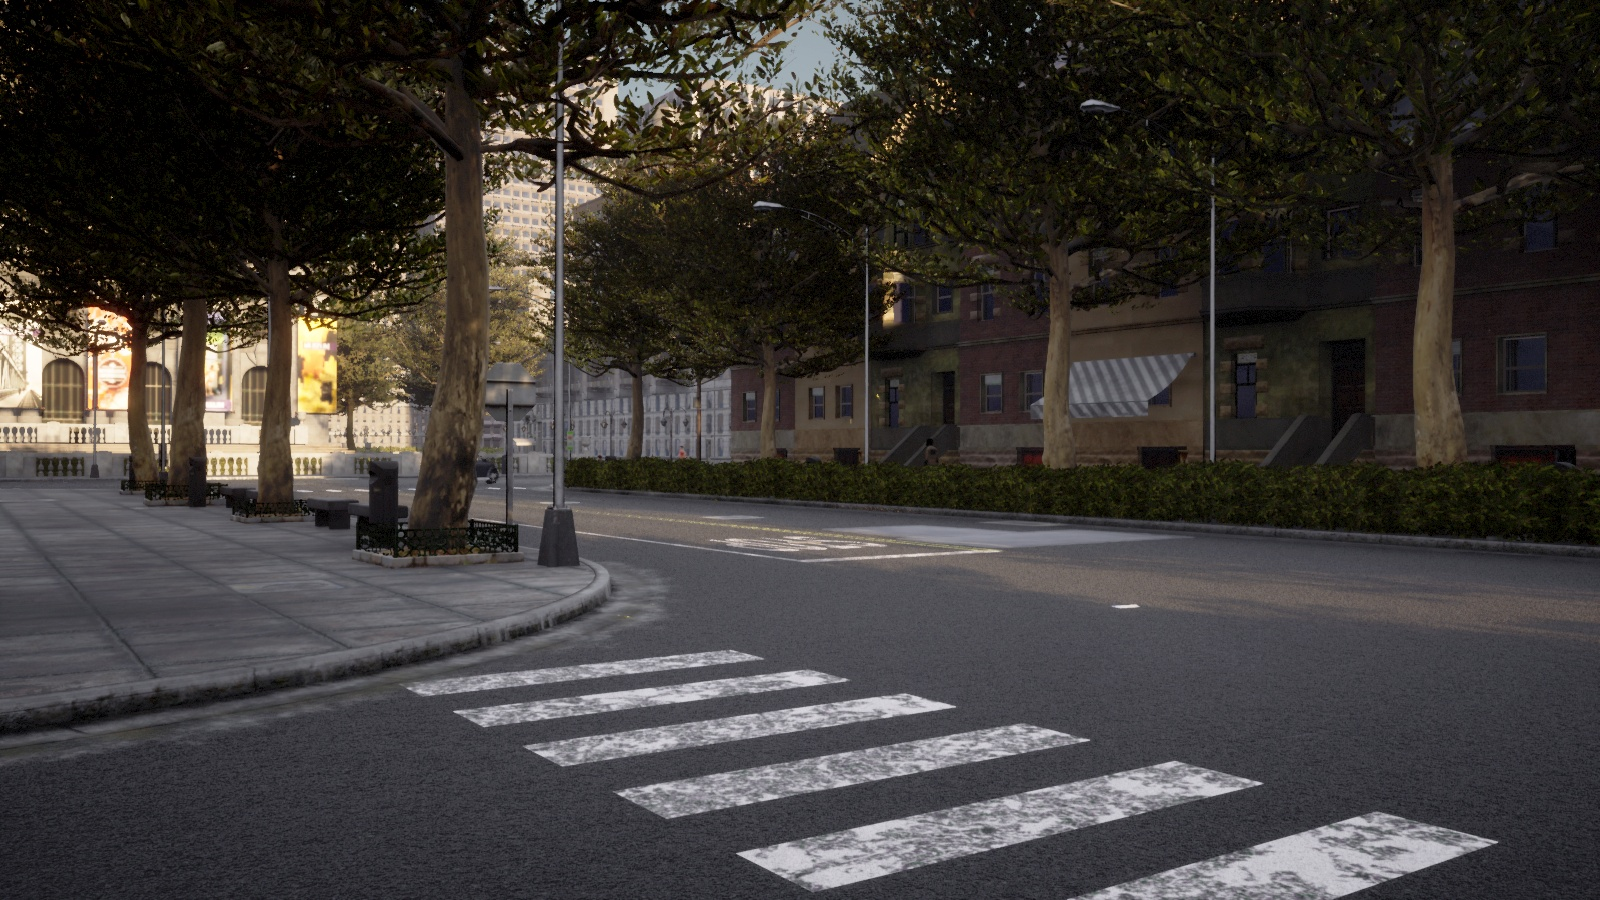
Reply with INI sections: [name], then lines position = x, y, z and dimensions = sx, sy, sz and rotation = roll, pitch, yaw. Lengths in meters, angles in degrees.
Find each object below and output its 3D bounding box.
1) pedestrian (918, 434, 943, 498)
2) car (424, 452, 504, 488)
[pedestrian]
position = 4.008, 0.487, 38.642
dimensions = 0.396, 1.930, 0.692
rotation = 0, 0, -34
[car]
position = -15.389, 0.897, 57.639
dimensions = 1.789, 1.549, 3.705
rotation = -1, 0, 18
